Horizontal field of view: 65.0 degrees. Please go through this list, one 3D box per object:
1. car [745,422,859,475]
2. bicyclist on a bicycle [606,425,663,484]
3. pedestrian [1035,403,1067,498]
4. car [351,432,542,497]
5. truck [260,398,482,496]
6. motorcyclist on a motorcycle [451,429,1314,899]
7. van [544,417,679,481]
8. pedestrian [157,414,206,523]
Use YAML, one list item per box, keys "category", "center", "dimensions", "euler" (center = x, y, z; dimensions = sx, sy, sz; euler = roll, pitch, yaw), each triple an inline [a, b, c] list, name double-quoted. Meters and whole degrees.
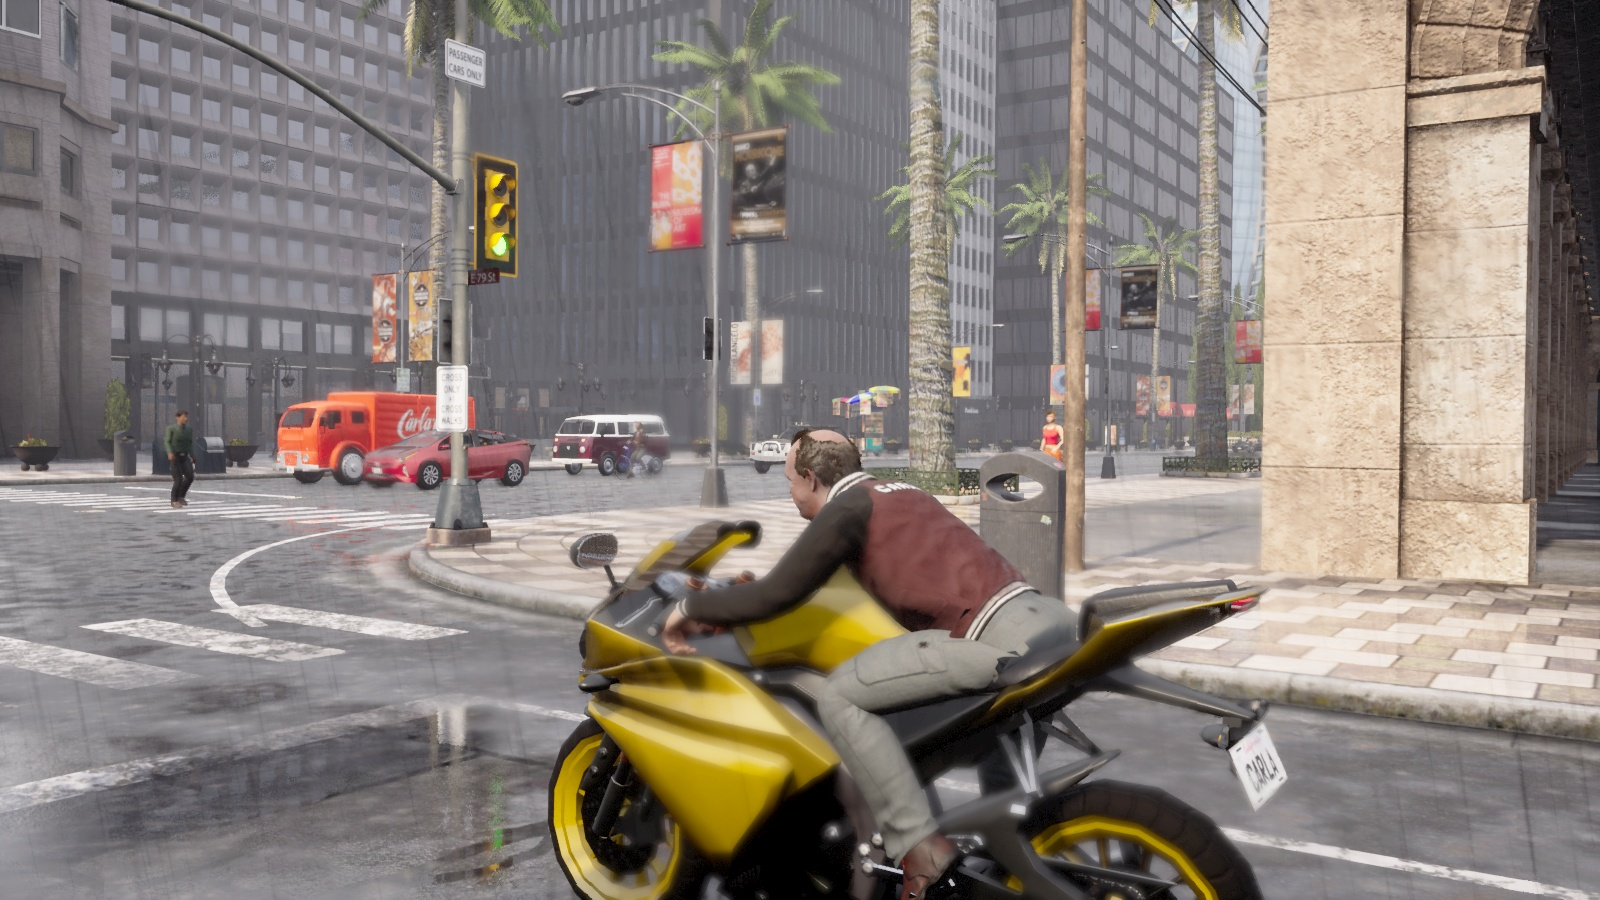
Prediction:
- category: "car"
  center: [0.139, -0.083, 46.170]
  dimensions: [1.932, 1.855, 4.605]
  euler: [0, 1, 33]
- category: "bicyclist on a bicycle"
  center: [-5.039, 0.125, 38.327]
  dimensions: [0.659, 1.776, 1.843]
  euler: [0, 1, 33]
- category: "pedestrian"
  center: [4.939, 0.006, 24.699]
  dimensions: [0.345, 1.836, 0.594]
  euler: [0, 1, 42]
- category: "car"
  center: [-8.995, 0.319, 32.343]
  dimensions: [2.007, 1.525, 4.514]
  euler: [0, 1, 33]
- category: "truck"
  center: [-11.688, -0.121, 34.589]
  dimensions: [2.627, 2.467, 5.204]
  euler: [0, 1, 35]
- category: "motorcyclist on a motorcycle"
  center: [0.147, 0.718, 3.421]
  dimensions: [2.191, 1.530, 0.866]
  euler: [0, 1, 33]
- category: "van"
  center: [-6.340, -0.070, 42.710]
  dimensions: [2.069, 2.038, 4.480]
  euler: [0, 1, 33]
- category: "pedestrian"
  center: [-11.232, 0.328, 22.801]
  dimensions: [0.788, 1.949, 0.423]
  euler: [0, 1, 32]
